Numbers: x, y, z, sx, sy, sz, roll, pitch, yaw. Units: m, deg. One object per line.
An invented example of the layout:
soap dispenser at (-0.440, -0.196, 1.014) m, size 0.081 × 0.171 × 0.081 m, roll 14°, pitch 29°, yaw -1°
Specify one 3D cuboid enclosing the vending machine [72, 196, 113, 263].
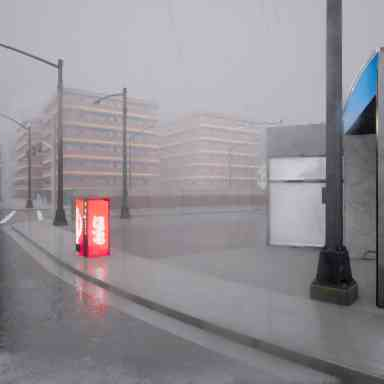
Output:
vending machine at (-3.349, 1.195, 11.238) m, size 1.100 × 2.100 × 0.880 m, roll 0°, pitch 0°, yaw -36°
